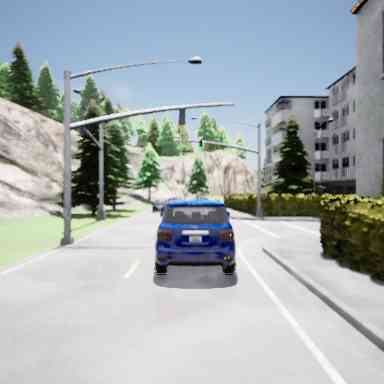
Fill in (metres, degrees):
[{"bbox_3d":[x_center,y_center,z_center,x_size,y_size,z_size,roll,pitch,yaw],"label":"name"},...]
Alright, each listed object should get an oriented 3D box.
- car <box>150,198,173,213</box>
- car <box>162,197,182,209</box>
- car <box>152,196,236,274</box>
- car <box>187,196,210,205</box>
[{"bbox_3d":[-3.468,1.542,38.458,2.128,1.511,4.902,0,0,1],"label":"car"},{"bbox_3d":[-2.819,1.568,48.809,1.837,1.490,4.892,0,0,11],"label":"car"},{"bbox_3d":[0.097,1.236,10.745,2.150,2.045,5.566,0,0,0],"label":"car"},{"bbox_3d":[1.242,1.570,60.518,2.128,1.511,4.902,0,0,31],"label":"car"}]
